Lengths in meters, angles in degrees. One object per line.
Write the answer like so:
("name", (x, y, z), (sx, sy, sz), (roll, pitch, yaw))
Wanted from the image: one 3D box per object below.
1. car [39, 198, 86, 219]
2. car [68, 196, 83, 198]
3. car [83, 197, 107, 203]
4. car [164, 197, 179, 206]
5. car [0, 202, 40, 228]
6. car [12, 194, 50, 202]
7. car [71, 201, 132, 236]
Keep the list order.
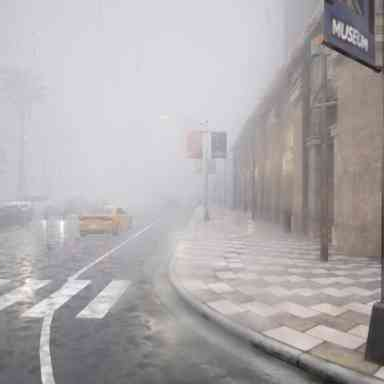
("car", (-11.362, 1.525, 29.512), (1.812, 1.442, 4.674), (0, 0, 2))
("car", (-14.413, 1.351, 40.700), (2.097, 1.767, 4.553), (0, 0, 2))
("car", (-10.962, 1.524, 39.393), (1.812, 1.442, 4.674), (0, 0, 2))
("car", (-3.227, 1.504, 53.048), (1.882, 1.535, 5.008), (-1, 0, 6))
("car", (-11.679, 1.547, 20.089), (2.033, 1.411, 5.357), (0, 0, 2))
("car", (-14.836, 1.220, 30.384), (2.150, 2.045, 5.566), (0, 0, 2))
("car", (-4.627, 1.503, 18.312), (1.882, 1.535, 5.008), (0, 0, 2))
